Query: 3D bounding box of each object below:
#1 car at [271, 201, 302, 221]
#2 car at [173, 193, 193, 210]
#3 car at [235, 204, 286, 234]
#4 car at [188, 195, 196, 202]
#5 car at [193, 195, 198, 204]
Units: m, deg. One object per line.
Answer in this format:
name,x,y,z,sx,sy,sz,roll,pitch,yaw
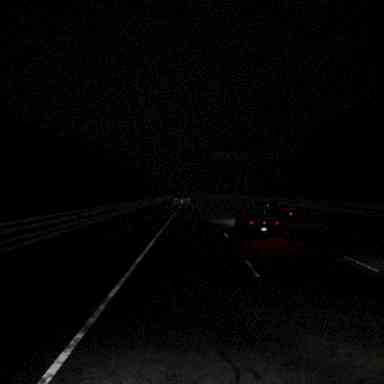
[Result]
car,7.102,1.435,26.375,1.882,1.535,5.008,0,0,0
car,-1.220,1.171,42.895,2.150,2.045,5.566,0,0,0
car,3.603,1.568,18.838,1.895,1.301,4.718,0,0,0
car,0.009,1.429,76.366,1.837,1.490,4.892,0,0,0
car,0.008,1.450,60.866,1.837,1.490,4.892,0,0,0
